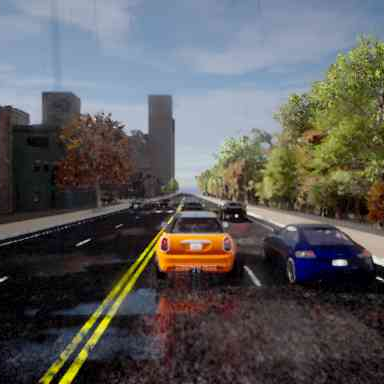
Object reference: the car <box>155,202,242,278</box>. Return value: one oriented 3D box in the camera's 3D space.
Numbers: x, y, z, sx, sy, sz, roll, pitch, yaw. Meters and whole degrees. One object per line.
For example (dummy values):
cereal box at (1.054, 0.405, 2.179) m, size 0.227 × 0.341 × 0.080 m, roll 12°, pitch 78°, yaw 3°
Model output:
car at (0.100, 1.364, 10.320) m, size 2.097 × 1.767 × 4.553 m, roll 0°, pitch 0°, yaw 0°

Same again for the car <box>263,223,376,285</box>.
car at (3.350, 1.575, 9.538) m, size 1.994 × 1.385 × 4.181 m, roll 0°, pitch 0°, yaw 0°

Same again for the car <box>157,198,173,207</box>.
car at (-3.424, 1.554, 42.386) m, size 1.837 × 1.490 × 4.892 m, roll 0°, pitch 0°, yaw -1°

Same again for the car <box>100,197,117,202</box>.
car at (-20.695, 1.917, 82.279) m, size 4.313 × 1.339 × 1.947 m, roll -1°, pitch 1°, yaw -1°

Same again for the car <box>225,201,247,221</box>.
car at (3.349, 1.535, 27.406) m, size 1.837 × 1.490 × 4.892 m, roll 0°, pitch 0°, yaw 0°

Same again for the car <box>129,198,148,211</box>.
car at (-6.670, 1.541, 41.958) m, size 2.128 × 1.511 × 4.902 m, roll 0°, pitch 0°, yaw -1°
